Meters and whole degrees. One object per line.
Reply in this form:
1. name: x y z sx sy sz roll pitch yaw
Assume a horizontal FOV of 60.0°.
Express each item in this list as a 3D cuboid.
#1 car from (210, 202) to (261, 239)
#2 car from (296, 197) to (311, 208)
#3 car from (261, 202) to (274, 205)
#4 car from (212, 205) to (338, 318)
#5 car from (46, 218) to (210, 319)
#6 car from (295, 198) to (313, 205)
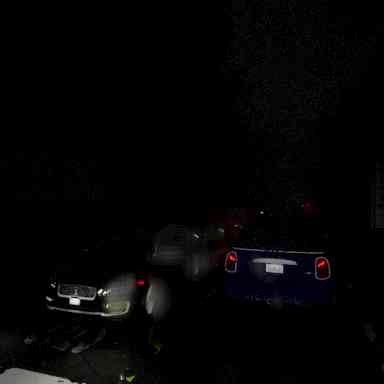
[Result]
1. car: 2.130 1.489 17.206 1.882 1.535 5.008 0 0 19
2. car: 15.669 1.470 46.629 1.994 1.385 4.181 0 0 19
3. car: 6.568 1.563 29.855 1.994 1.385 4.181 0 0 21
4. car: 2.141 1.357 7.823 2.097 1.767 4.553 0 0 19
5. car: -1.148 1.510 7.646 1.837 1.490 4.892 0 0 18
6. car: 12.610 1.511 37.688 2.033 1.411 5.357 0 0 20
